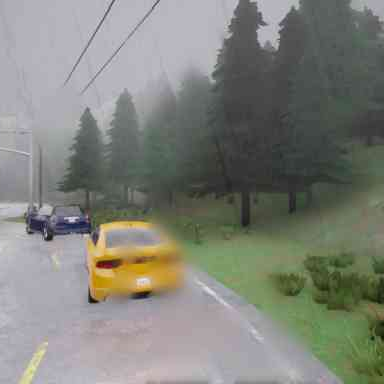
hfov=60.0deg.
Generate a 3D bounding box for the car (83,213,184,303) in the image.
[{"bbox_3d":[-1.665,1.478,8.400,1.882,1.535,5.008,0,0,-18],"label":"car"}]

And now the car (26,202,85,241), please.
[{"bbox_3d":[-6.928,1.352,17.052,2.097,1.767,4.553,0,0,-40],"label":"car"}]
